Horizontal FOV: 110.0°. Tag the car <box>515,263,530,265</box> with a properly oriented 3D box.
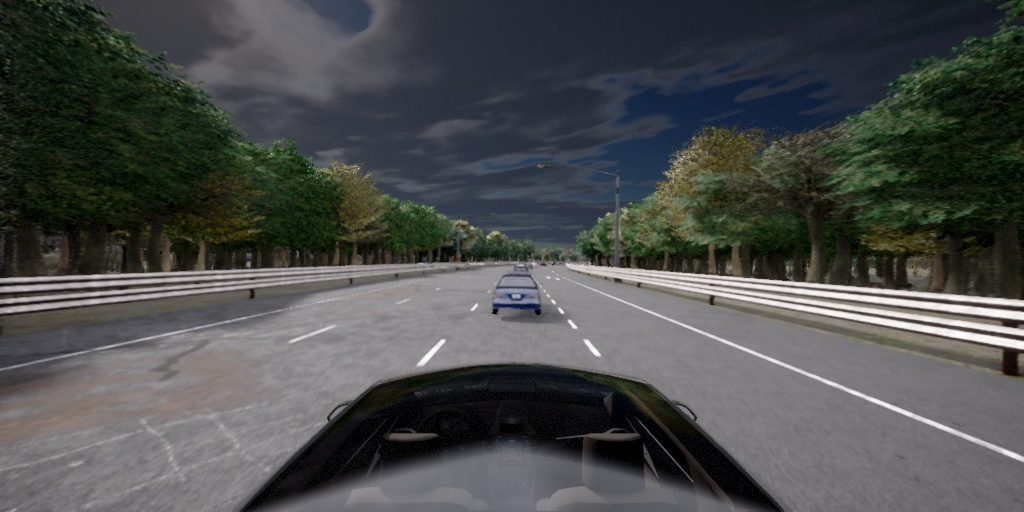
[{"bbox_3d":[1.207,1.793,51.178,1.882,1.535,5.008,1,-1,3],"label":"car"}]

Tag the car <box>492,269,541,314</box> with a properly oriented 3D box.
[{"bbox_3d":[0.195,1.443,14.652,2.033,1.411,5.357,1,-1,1],"label":"car"}]

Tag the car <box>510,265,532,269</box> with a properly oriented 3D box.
[{"bbox_3d":[0.507,1.688,31.676,1.895,1.301,4.718,1,-1,1],"label":"car"}]
